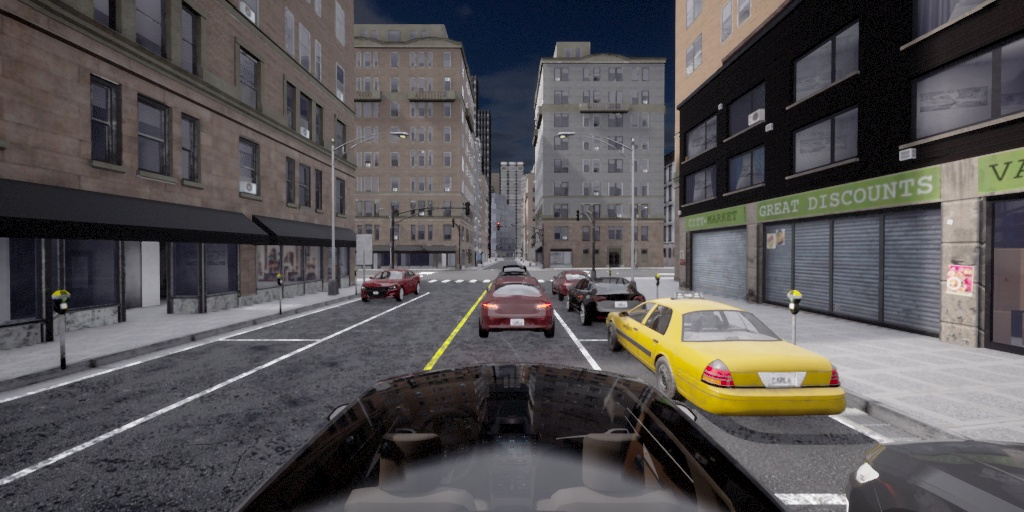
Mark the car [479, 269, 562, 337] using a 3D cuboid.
[{"bbox_3d":[0.106,1.273,10.103,1.812,1.442,4.674,0,0,0],"label":"car"}]

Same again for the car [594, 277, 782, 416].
[{"bbox_3d":[2.881,1.274,6.121,1.751,1.417,4.829,0,0,0],"label":"car"}]

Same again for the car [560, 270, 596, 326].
[{"bbox_3d":[2.889,1.312,11.537,1.948,1.339,4.313,0,0,0],"label":"car"}]

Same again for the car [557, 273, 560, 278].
[{"bbox_3d":[2.898,1.326,17.123,1.802,1.307,4.207,0,0,0],"label":"car"}]

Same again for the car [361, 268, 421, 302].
[{"bbox_3d":[-5.647,1.289,17.134,1.888,1.381,4.507,0,0,0],"label":"car"}]

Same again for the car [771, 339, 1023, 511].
[{"bbox_3d":[2.871,1.301,0.365,2.007,1.370,4.403,0,0,0],"label":"car"}]

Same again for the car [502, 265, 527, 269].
[{"bbox_3d":[0.127,1.248,20.382,1.837,1.490,4.892,0,0,0],"label":"car"}]
